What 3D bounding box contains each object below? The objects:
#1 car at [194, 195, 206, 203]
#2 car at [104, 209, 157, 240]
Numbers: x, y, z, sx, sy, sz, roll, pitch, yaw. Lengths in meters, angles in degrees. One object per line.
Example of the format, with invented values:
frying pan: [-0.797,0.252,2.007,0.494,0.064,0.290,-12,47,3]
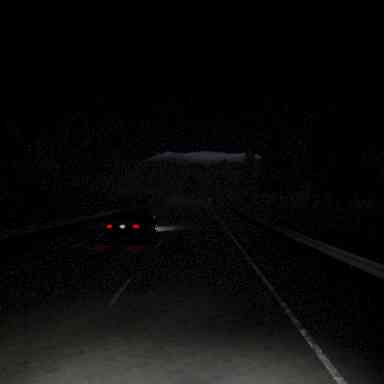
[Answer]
car: [2.235,1.693,79.086,2.097,1.767,4.553,0,0,-2]
car: [-3.057,1.619,17.416,2.033,1.411,5.357,0,0,1]
